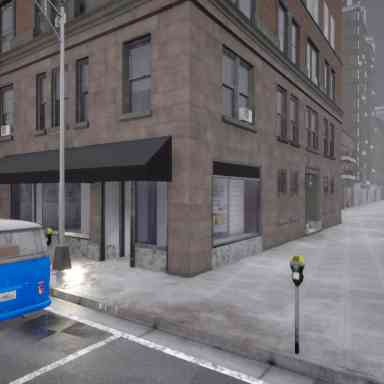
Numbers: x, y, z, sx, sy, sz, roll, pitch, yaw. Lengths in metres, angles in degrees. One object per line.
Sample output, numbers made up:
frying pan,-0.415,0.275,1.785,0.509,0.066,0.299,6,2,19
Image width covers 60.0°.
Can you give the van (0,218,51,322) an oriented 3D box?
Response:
van,-4.308,1.340,6.092,3.998,1.788,1.690,0,0,35
